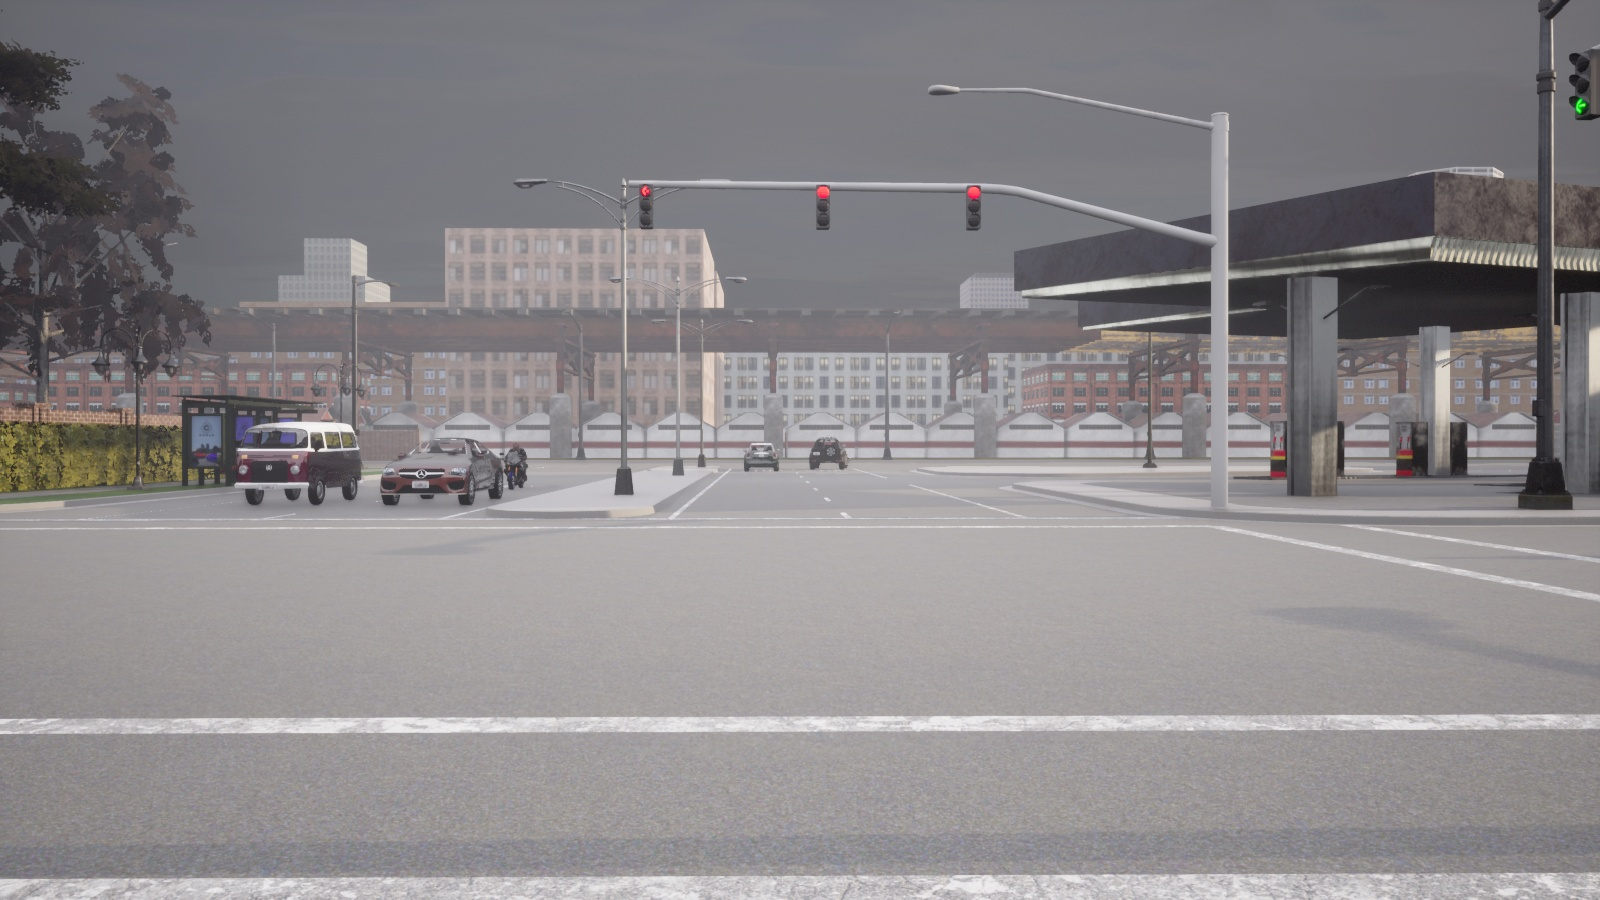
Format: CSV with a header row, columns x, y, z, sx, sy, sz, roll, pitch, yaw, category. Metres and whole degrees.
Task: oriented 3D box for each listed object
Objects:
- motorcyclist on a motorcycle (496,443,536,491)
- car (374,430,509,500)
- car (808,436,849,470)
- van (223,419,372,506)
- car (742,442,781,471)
x,y,z,sx,sy,sz,roll,pitch,yaw,category
-9.259,0.543,41.008,0.866,1.530,2.191,0,0,-2,motorcyclist on a motorcycle
-9.015,0.337,32.078,2.152,1.651,5.027,0,0,-2,car
1.672,0.162,71.301,1.932,1.855,4.605,0,0,6,car
-12.501,0.282,31.579,2.069,2.038,4.480,0,0,-2,van
-2.051,0.333,66.845,1.970,1.475,3.806,0,0,-2,car
